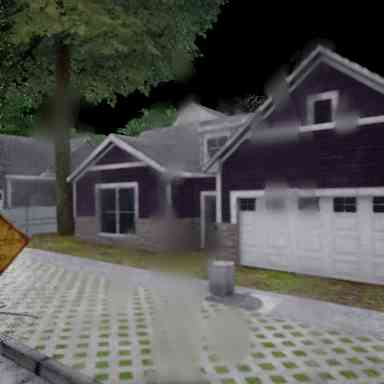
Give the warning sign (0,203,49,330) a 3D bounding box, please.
[{"bbox_3d":[-3.242,1.135,5.358,1.060,1.860,1.300,-1,0,35],"label":"warning sign"}]
